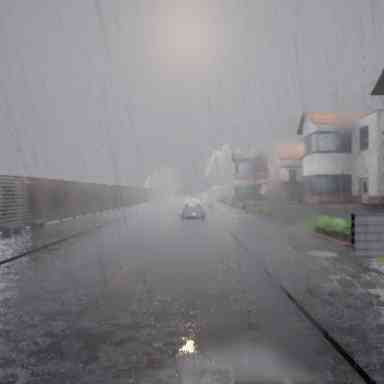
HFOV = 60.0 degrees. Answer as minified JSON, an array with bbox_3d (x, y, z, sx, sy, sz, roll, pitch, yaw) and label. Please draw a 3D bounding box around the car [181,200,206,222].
[{"bbox_3d":[0.113,1.641,27.141,1.994,1.385,4.181,0,0,-1],"label":"car"}]
